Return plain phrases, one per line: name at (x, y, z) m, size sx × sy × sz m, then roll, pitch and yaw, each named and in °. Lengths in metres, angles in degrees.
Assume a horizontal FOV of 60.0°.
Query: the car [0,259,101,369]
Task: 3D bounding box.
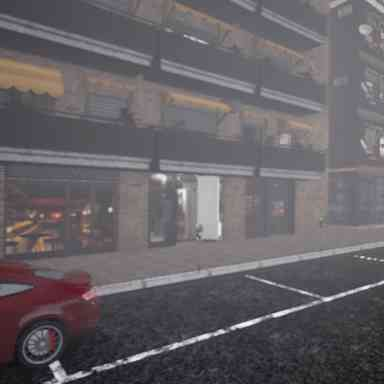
car at (-3.295, 1.578, 4.209) m, size 4.206 × 1.307 × 1.802 m, roll 1°, pitch 0°, yaw -35°
